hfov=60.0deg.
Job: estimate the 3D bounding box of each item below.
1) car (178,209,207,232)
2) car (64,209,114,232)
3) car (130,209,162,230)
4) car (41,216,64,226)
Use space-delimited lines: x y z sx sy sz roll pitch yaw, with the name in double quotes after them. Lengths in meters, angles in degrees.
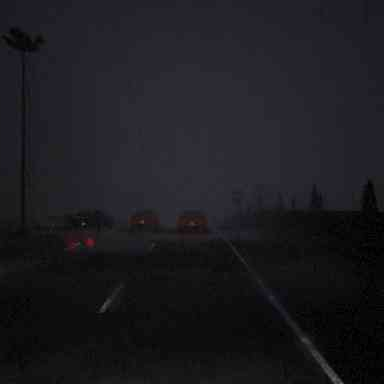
0.035 1.917 22.928 1.882 1.535 5.008 0 -3 1 "car"
-6.900 1.962 23.560 2.128 1.511 4.902 0 -3 0 "car"
-3.401 2.049 25.261 1.882 1.535 5.008 0 -4 0 "car"
-21.046 4.656 51.091 2.150 2.045 5.566 0 -7 0 "car"
